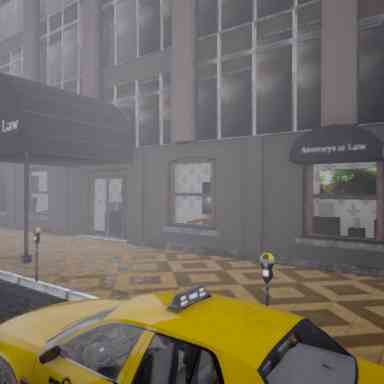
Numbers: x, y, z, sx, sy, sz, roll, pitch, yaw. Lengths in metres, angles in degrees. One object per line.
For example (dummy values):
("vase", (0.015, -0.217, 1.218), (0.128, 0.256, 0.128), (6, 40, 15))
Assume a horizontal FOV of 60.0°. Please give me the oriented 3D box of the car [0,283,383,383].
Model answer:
("car", (-0.228, 1.525, 3.033), (4.829, 1.417, 1.752), (0, 0, 36))
